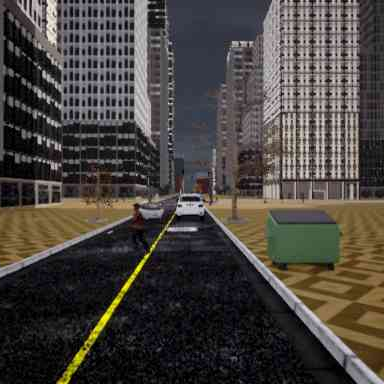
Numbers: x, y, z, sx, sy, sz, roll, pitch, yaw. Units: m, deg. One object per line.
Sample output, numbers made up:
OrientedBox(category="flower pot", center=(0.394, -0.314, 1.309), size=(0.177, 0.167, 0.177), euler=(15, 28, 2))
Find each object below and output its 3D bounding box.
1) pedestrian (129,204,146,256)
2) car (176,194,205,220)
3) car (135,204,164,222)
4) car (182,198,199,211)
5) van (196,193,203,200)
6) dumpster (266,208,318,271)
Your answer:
OrientedBox(category="pedestrian", center=(-1.912, 1.292, 11.741), size=(0.375, 1.860, 0.375), euler=(0, 0, -1))
OrientedBox(category="car", center=(-0.124, 1.214, 27.727), size=(2.150, 2.045, 5.566), euler=(0, 0, 0))
OrientedBox(category="car", center=(-3.281, 1.596, 26.092), size=(1.895, 1.301, 4.718), euler=(0, 0, 0))
OrientedBox(category="car", center=(-0.212, 1.538, 43.027), size=(2.033, 1.411, 5.357), euler=(0, 0, 0))
OrientedBox(category="van", center=(2.047, 1.310, 90.925), size=(1.690, 1.788, 3.998), euler=(0, 0, 0))
OrientedBox(category="dumpster", center=(3.062, 1.394, 10.406), size=(1.020, 1.700, 1.940), euler=(0, 0, 0))
